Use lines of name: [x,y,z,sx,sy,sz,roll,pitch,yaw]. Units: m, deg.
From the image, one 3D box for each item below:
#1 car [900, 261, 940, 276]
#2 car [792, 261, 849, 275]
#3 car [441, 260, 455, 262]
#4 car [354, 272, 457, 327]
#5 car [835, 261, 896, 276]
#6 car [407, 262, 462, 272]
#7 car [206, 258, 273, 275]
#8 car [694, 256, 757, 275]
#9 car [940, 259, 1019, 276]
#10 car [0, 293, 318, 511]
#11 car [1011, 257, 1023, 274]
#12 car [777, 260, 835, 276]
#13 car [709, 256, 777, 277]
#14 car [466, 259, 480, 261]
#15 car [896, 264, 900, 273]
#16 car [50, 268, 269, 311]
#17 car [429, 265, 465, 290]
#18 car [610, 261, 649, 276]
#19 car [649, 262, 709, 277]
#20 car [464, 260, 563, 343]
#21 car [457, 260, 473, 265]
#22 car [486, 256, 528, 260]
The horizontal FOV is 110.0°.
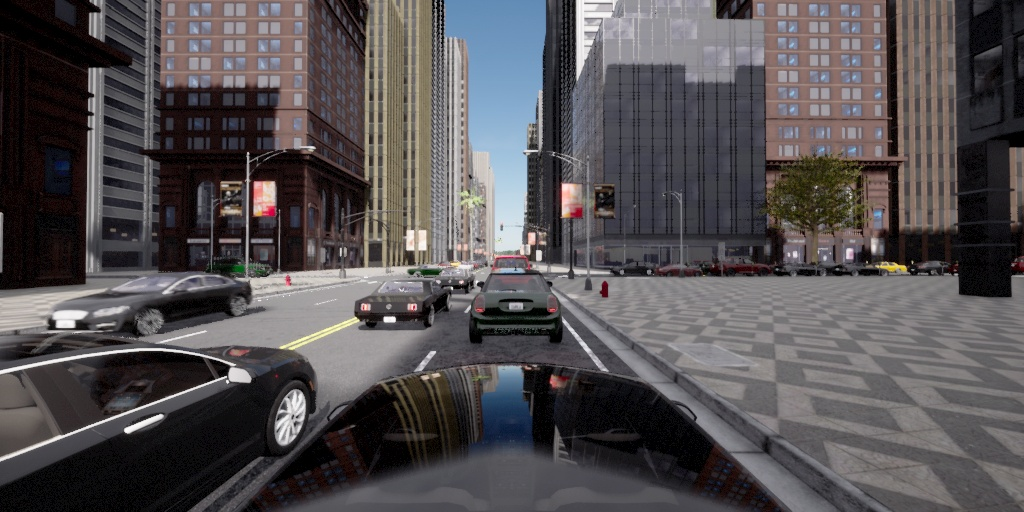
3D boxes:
car: [42.519,1.226,35.992,4.674,1.442,1.812,0,-1,-1]
car: [33.424,1.284,38.969,4.674,1.442,1.812,0,-1,-1]
car: [-9.947,1.501,53.076,1.812,1.442,4.674,0,0,-3]
car: [-3.168,1.360,11.507,1.895,1.301,4.718,0,0,0]
car: [32.163,1.258,33.178,4.313,1.339,1.948,0,0,-1]
car: [-7.634,1.451,34.963,4.718,1.301,1.895,0,0,-1]
car: [-26.424,1.163,34.819,5.566,2.045,2.150,0,-1,0]
car: [23.067,1.008,38.803,5.566,2.045,2.150,0,-1,-2]
car: [43.439,1.213,33.377,4.507,1.381,1.888,0,0,-1]
car: [-3.151,1.255,2.186,1.837,1.490,4.892,0,0,0]
car: [49.077,0.972,33.476,5.009,1.841,2.192,0,0,-1]
car: [26.527,1.274,33.078,4.313,1.339,1.948,0,0,-1]
car: [20.890,1.039,32.979,5.009,1.841,2.192,0,0,-1]
car: [-6.700,1.631,60.986,1.895,1.301,4.718,0,0,0]
car: [43.125,1.294,41.897,4.829,1.417,1.751,0,0,-1]
car: [-9.857,1.249,10.370,2.128,1.511,4.902,0,0,0]
car: [-3.191,1.387,20.675,1.895,1.301,4.718,0,0,0]
car: [13.027,1.324,38.616,4.892,1.490,1.837,0,-1,-1]
car: [15.251,1.326,32.880,4.207,1.307,1.802,0,0,-1]
car: [0.080,1.108,9.860,2.097,1.767,4.553,0,0,0]
car: [-6.702,1.567,51.822,1.895,1.301,4.718,0,0,0]
car: [-0.038,1.002,19.380,2.150,2.045,5.566,0,0,0]
